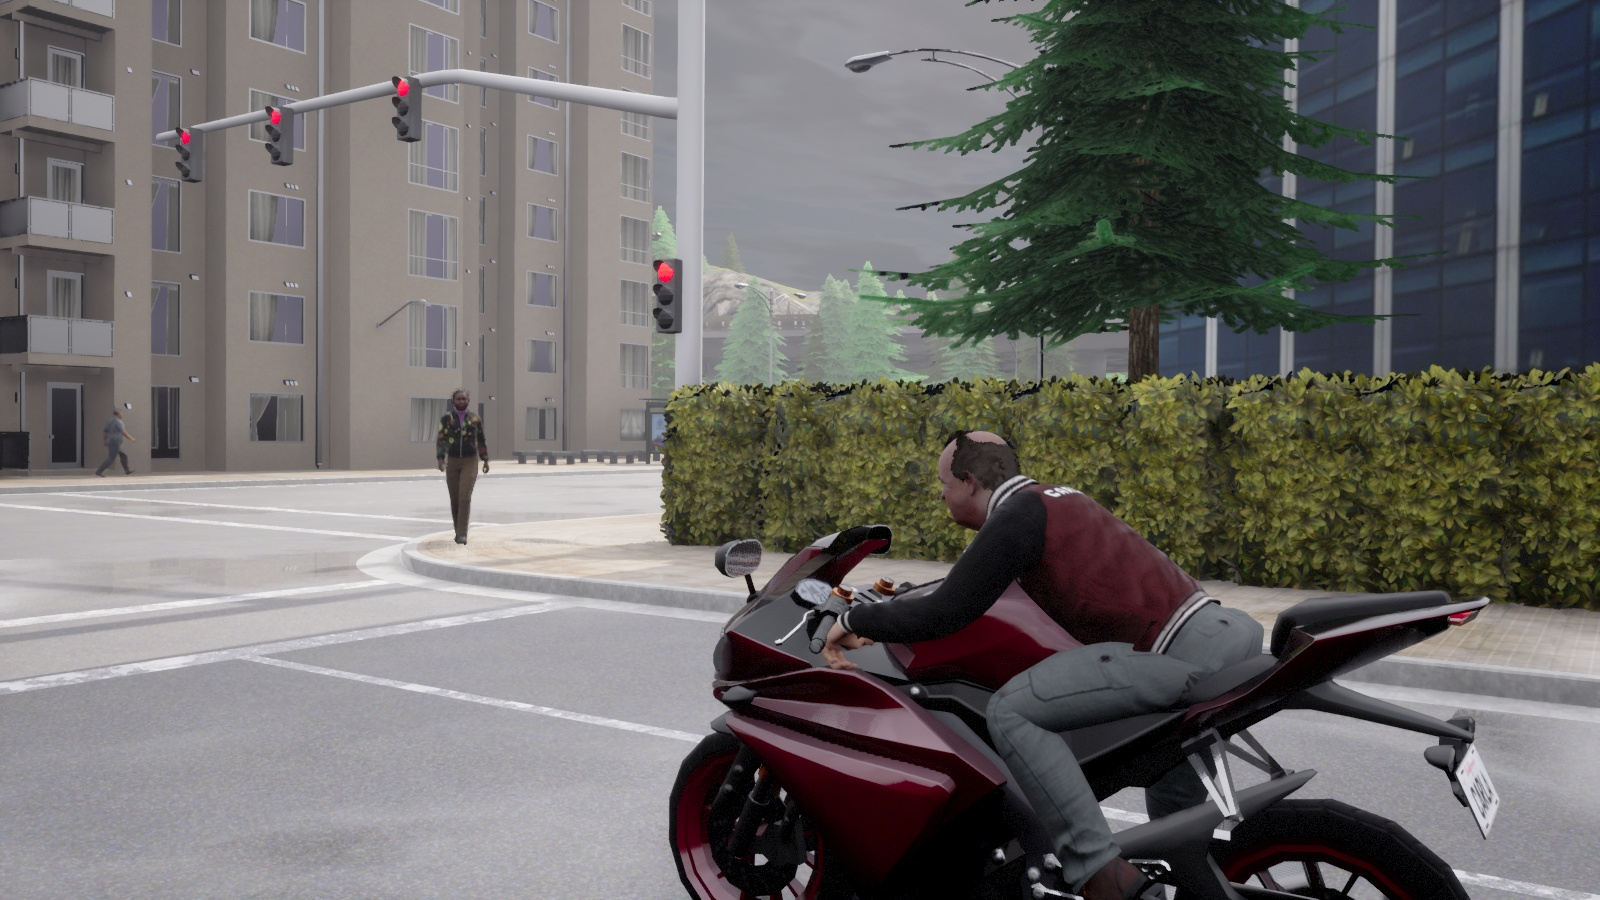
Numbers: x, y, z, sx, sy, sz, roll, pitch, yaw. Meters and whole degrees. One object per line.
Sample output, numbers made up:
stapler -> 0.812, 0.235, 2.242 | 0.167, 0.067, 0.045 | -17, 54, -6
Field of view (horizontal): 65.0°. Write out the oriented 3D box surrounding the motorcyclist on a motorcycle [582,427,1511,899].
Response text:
motorcyclist on a motorcycle -> 0.552, 0.717, 3.257 | 2.191, 1.530, 0.866 | 0, 1, 34

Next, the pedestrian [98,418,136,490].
pedestrian -> -17.723, 0.105, 32.602 | 0.540, 1.848, 0.694 | 0, 1, 41

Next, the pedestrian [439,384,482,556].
pedestrian -> -3.894, 0.222, 14.430 | 0.395, 1.930, 0.692 | -1, 1, -11
